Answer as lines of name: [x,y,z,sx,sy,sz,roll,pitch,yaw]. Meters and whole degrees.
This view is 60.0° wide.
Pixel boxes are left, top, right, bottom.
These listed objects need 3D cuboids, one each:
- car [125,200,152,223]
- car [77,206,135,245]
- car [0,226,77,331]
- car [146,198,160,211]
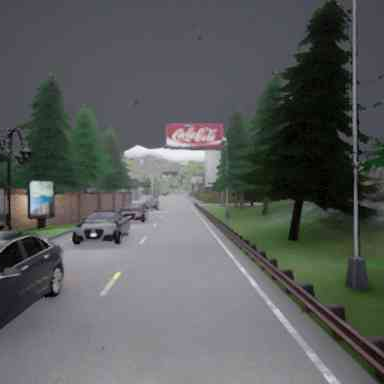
car: [-4.508,1.585,25.753,1.994,1.385,4.181,-1,0,-2]
car: [-4.140,1.591,15.750,1.994,1.385,4.181,-1,0,-2]
car: [-3.771,1.537,5.795,1.837,1.490,4.892,-1,0,-2]
car: [-5.004,1.536,41.461,1.837,1.490,4.892,-1,0,-2]
